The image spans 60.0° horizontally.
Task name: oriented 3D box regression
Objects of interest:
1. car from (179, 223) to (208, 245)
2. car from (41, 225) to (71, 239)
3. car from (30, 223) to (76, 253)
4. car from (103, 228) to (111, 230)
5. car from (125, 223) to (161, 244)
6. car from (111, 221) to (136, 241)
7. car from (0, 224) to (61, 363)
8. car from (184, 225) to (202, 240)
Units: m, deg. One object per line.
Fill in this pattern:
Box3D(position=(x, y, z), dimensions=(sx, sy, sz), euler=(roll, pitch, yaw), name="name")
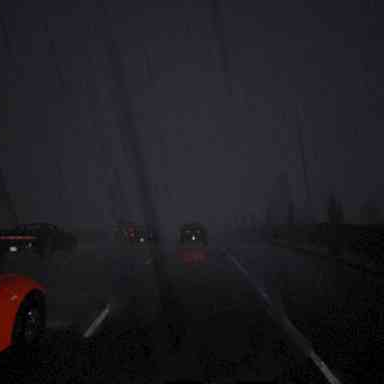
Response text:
Box3D(position=(0.105, 3.017, 23.947), dimensions=(1.837, 1.490, 4.892), euler=(0, -7, 0), name="car")
Box3D(position=(-20.989, 6.220, 51.618), dimensions=(2.150, 2.045, 5.566), euler=(0, -7, 0), name="car")
Box3D(position=(-6.897, 2.180, 15.291), dimensions=(2.128, 1.511, 4.902), euler=(0, -4, 0), name="car")
Box3D(position=(-13.985, 6.780, 54.947), dimensions=(2.097, 1.767, 4.553), euler=(0, -7, 0), name="car")
Box3D(position=(-3.395, 3.219, 24.849), dimensions=(1.895, 1.301, 4.718), euler=(0, -7, 0), name="car")
Box3D(position=(-6.893, 4.294, 36.425), dimensions=(2.150, 2.045, 5.566), euler=(0, -7, 0), name="car")
Box3D(position=(-3.399, 1.425, 3.545), dimensions=(2.097, 1.767, 4.553), euler=(0, -2, 0), name="car")
Box3D(position=(0.108, 5.182, 42.373), dimensions=(2.097, 1.767, 4.553), euler=(0, -7, 0), name="car")
